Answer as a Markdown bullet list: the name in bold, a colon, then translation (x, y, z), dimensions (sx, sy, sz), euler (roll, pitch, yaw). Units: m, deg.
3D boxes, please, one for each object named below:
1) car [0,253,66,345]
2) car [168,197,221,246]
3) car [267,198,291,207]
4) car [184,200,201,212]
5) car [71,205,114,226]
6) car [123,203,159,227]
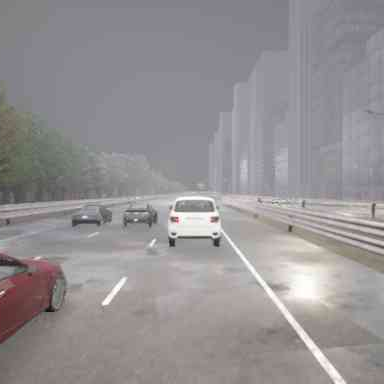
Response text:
- **car**: translation (-3.400, 1.528, 4.691), dimensions (1.812, 1.442, 4.674), euler (0, 0, 0)
- **car**: translation (0.101, 1.230, 15.455), dimensions (2.150, 2.045, 5.566), euler (0, 0, 0)
- **car**: translation (13.594, 1.629, 52.354), dimensions (2.128, 1.511, 4.902), euler (0, 0, -17)
- **car**: translation (0.101, 1.637, 39.867), dimensions (1.895, 1.301, 4.718), euler (0, 0, 0)
- **car**: translation (-6.898, 1.580, 23.431), dimensions (1.994, 1.385, 4.181), euler (0, 0, 0)
- **car**: translation (-3.398, 1.506, 22.602), dimensions (2.128, 1.511, 4.902), euler (0, 0, 0)
